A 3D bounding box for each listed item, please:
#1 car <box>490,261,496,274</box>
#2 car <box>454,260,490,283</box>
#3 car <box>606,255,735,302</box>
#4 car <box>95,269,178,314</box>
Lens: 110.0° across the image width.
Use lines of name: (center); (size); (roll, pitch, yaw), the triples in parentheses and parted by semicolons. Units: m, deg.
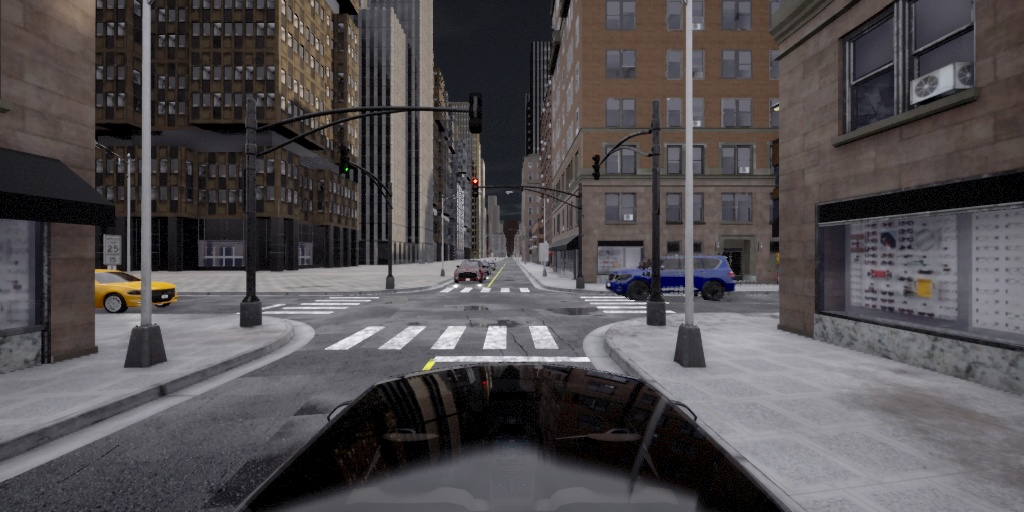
car: (-3.171, 1.299, 38.098); (2.033, 1.411, 5.357); (0, 0, 0)
car: (-3.156, 1.103, 27.840); (2.097, 1.767, 4.553); (0, 0, 0)
car: (7.270, 0.974, 16.673); (5.566, 2.045, 2.150); (0, 0, 0)
car: (-15.367, 1.232, 13.272); (5.008, 1.535, 1.882); (0, 0, 0)
